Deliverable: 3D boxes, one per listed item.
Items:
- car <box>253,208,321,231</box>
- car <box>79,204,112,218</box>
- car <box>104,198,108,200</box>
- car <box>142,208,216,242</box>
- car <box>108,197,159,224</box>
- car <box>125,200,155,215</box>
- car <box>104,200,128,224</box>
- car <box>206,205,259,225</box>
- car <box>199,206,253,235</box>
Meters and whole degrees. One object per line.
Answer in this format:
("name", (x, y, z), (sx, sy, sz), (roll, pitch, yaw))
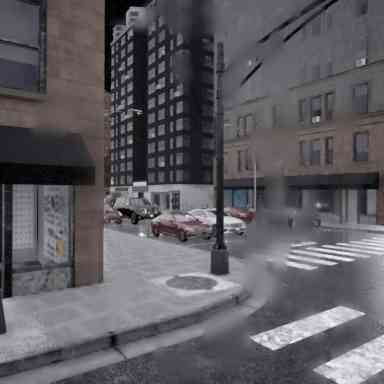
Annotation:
("car", (6.325, 1.709, 22.007), (2.008, 1.369, 4.403), (0, 0, -35))
("car", (-10.356, 1.939, 35.487), (1.895, 1.301, 4.718), (0, -1, -35))
("car", (-12.698, 1.809, 49.187), (2.192, 1.841, 5.009), (0, 0, -35))
("car", (-0.644, 1.701, 17.098), (1.802, 1.307, 4.206), (0, 0, -35))
("car", (-4.611, 1.458, 27.262), (2.150, 2.045, 5.566), (0, -1, -35))
("car", (-6.357, 1.821, 40.127), (1.967, 1.590, 4.097), (0, 0, -35))
("car", (-6.988, 1.670, 26.160), (1.967, 1.590, 4.097), (0, 0, -35))
("car", (3.155, 1.795, 26.537), (1.802, 1.307, 4.206), (0, 0, -35))
("car", (1.071, 1.663, 19.126), (1.812, 1.442, 4.674), (0, -1, -34))
